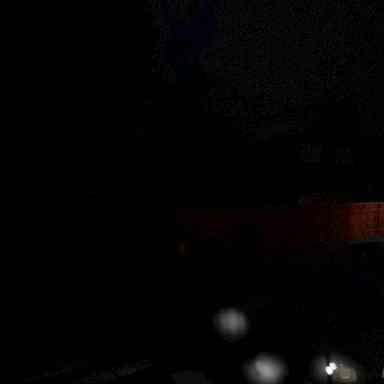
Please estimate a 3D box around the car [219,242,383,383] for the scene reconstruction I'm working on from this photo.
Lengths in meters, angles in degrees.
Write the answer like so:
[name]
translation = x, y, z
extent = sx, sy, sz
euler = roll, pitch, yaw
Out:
[car]
translation = 2.997, 1.538, 5.084
extent = 5.357, 1.411, 2.033
euler = 0, 0, -34
